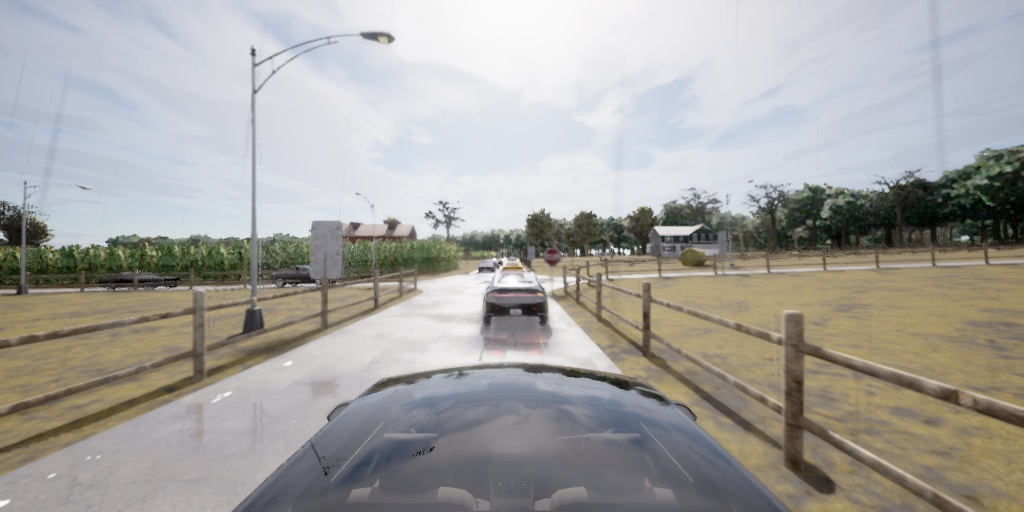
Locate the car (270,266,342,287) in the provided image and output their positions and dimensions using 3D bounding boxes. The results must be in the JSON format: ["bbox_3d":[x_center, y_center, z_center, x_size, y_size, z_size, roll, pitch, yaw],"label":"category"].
[{"bbox_3d":[-15.302,1.496,26.710,4.892,1.490,1.837,-1,-2,1],"label":"car"}]

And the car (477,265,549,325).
[{"bbox_3d":[0.082,1.218,11.638,2.128,1.511,4.902,0,0,0],"label":"car"}]

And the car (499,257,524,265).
[{"bbox_3d":[0.071,1.191,33.693,1.882,1.535,5.008,-1,2,0],"label":"car"}]

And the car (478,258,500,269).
[{"bbox_3d":[-2.870,1.164,42.065,2.033,1.411,5.357,0,0,1],"label":"car"}]

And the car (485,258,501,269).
[{"bbox_3d":[-2.817,1.062,53.325,2.128,1.511,4.902,0,0,0],"label":"car"}]

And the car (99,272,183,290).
[{"bbox_3d":[-27.515,1.851,26.747,4.718,1.301,1.895,-1,-2,0],"label":"car"}]
